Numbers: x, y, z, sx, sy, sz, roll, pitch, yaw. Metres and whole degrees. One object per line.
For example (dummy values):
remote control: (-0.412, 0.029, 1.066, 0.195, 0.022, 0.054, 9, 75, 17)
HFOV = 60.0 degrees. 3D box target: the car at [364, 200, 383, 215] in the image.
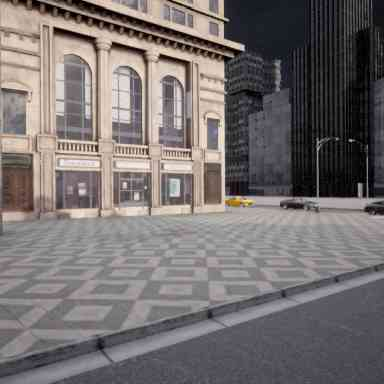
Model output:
car: (18.091, 1.477, 30.159, 1.812, 1.442, 4.674, -1, 0, -34)

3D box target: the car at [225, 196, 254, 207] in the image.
car: (6.629, 1.371, 47.046, 1.882, 1.535, 5.008, -1, 1, -34)

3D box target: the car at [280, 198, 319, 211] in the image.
car: (12.414, 1.414, 38.500, 2.128, 1.511, 4.902, -1, 0, -34)
